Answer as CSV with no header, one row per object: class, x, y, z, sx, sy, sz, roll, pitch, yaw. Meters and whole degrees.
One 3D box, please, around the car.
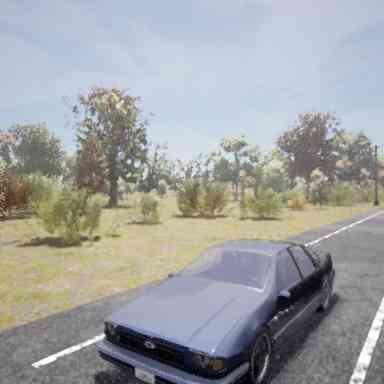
car,1.035,1.569,5.704,2.033,1.411,5.357,0,0,35
